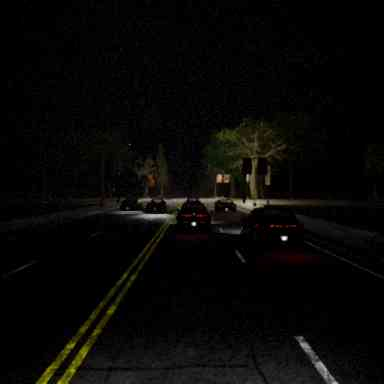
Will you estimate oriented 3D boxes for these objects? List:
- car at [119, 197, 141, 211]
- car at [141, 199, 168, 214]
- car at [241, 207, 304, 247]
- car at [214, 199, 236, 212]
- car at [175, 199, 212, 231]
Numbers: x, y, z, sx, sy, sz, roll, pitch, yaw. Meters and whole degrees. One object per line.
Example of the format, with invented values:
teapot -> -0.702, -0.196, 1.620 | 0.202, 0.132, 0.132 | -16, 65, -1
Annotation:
car -> -6.582, 1.289, 36.665 | 2.033, 1.411, 5.357 | 0, 0, 0
car -> -3.342, 1.335, 31.835 | 1.994, 1.385, 4.181 | 0, 0, 0
car -> 3.351, 1.399, 14.481 | 1.837, 1.490, 4.892 | 0, 0, 0
car -> 3.351, 1.356, 34.321 | 1.895, 1.301, 4.718 | 0, 0, 0
car -> 0.101, 1.363, 19.397 | 1.837, 1.490, 4.892 | 0, 0, 0
